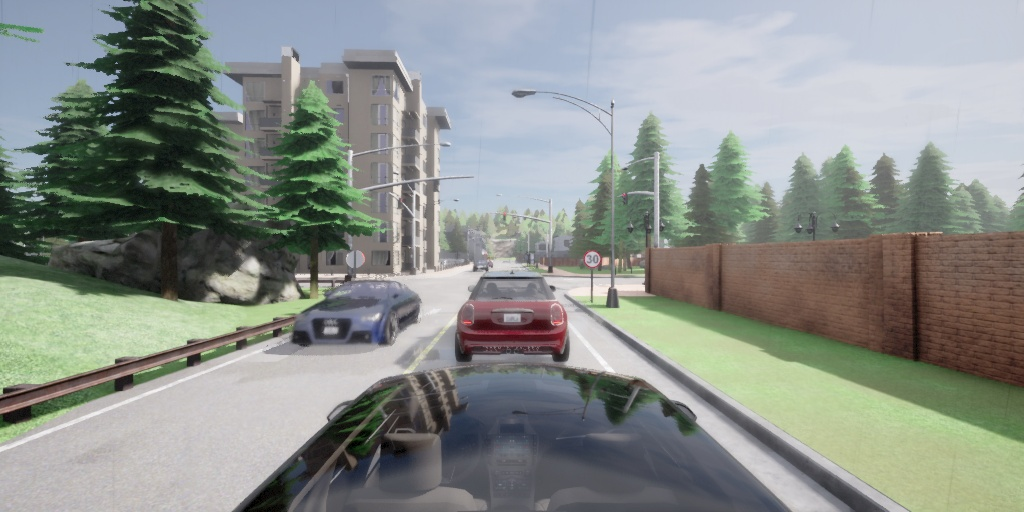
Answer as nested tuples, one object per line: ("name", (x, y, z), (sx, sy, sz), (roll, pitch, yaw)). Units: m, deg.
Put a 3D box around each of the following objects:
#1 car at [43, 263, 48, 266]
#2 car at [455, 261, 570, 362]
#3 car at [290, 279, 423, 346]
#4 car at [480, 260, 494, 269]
("car", (-30.933, 0.987, 24.692), (5.566, 2.045, 2.150), (0, 0, -1))
("car", (0.004, 1.102, 8.384), (2.097, 1.767, 4.553), (0, 0, 0))
("car", (-3.663, 1.314, 9.224), (1.994, 1.385, 4.181), (0, 0, -1))
("car", (-4.083, 1.314, 58.982), (1.994, 1.385, 4.181), (0, 0, 0))
